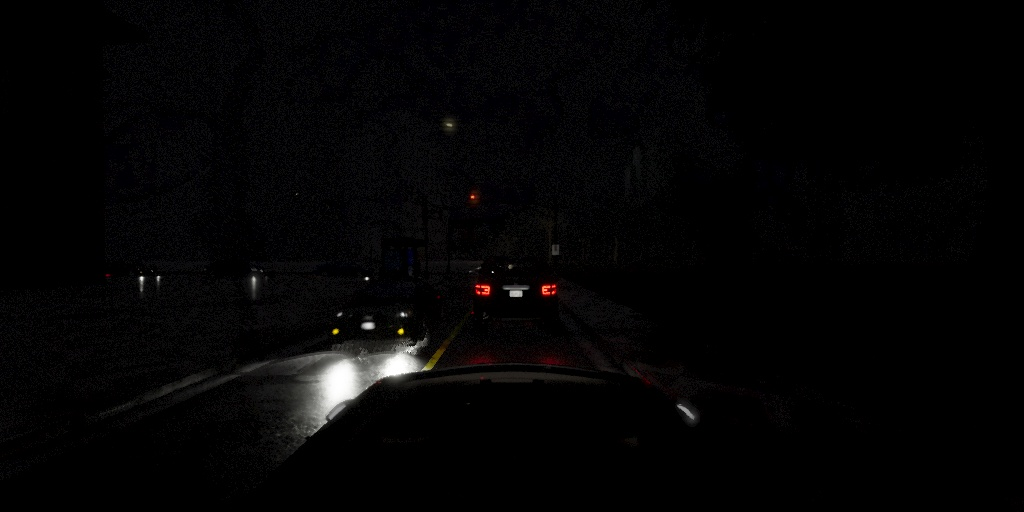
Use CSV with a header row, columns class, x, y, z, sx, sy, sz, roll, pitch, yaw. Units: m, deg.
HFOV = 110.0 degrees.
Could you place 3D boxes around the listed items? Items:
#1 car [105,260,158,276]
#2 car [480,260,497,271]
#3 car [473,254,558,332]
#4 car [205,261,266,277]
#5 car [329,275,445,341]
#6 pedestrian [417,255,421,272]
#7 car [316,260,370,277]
class,x,y,z,sx,sy,sz,roll,pitch,yaw
car,-35.719,1.145,33.214,4.892,1.490,1.837,0,1,2
car,-3.087,1.249,48.203,2.033,1.411,5.357,0,0,0
car,0.098,0.968,10.992,2.150,2.045,5.566,0,0,0
car,-25.346,1.175,32.938,4.892,1.490,1.837,0,1,1
car,-3.097,1.311,9.706,1.994,1.385,4.181,0,0,0
pedestrian,-10.075,0.800,38.781,0.375,1.860,0.375,0,0,1
car,-15.160,1.176,32.680,5.008,1.535,1.882,0,0,0
